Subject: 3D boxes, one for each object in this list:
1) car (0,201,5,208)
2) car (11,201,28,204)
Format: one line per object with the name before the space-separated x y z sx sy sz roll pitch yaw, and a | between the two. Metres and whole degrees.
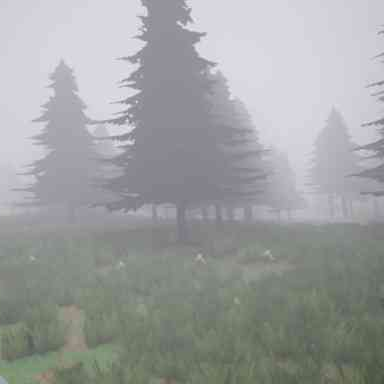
car | -31.521 2.046 52.916 4.674 1.442 1.812 -4 -3 32
car | -22.052 1.561 42.276 1.837 1.490 4.892 -2 1 -33
